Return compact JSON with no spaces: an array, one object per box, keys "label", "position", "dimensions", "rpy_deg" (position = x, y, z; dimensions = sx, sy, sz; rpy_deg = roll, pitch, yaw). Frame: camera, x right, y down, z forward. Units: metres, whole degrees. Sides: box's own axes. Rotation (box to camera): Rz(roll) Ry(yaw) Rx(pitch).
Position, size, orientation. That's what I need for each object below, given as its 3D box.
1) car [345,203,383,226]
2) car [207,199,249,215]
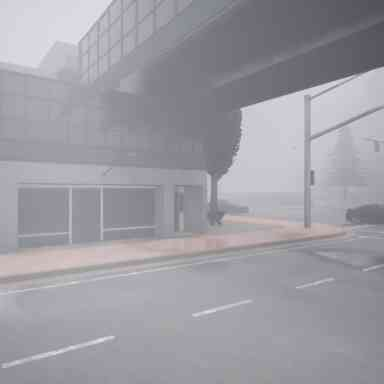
[{"label":"car","position":[12.484,1.477,21.342],"dimensions":[1.882,1.535,5.008],"rpy_deg":[0,0,-36]},{"label":"car","position":[3.607,1.478,33.572],"dimensions":[1.882,1.535,5.008],"rpy_deg":[0,0,-36]}]
